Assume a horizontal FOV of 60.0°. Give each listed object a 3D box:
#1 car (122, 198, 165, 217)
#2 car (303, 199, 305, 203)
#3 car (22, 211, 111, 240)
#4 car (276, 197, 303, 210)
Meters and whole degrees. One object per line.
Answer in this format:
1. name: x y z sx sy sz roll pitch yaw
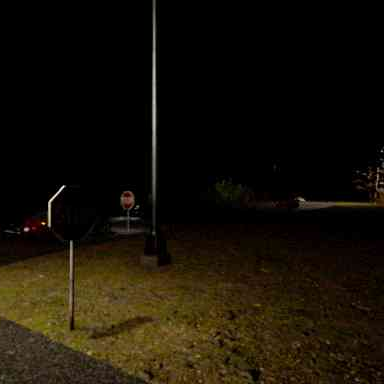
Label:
1. car: -4.663 1.425 32.456 2.097 1.767 4.553 0 0 34
2. car: 23.983 1.805 75.284 1.895 1.301 4.718 0 0 34
3. car: -6.363 1.579 17.309 1.812 1.442 4.674 0 0 34
4. car: 13.648 1.515 47.218 2.097 1.767 4.553 0 0 34
